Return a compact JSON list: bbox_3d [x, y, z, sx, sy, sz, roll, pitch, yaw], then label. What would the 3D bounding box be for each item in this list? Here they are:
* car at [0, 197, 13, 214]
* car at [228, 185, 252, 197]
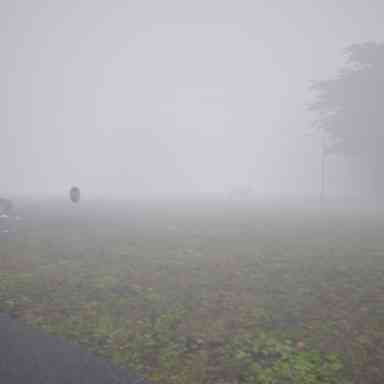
[{"bbox_3d":[-15.636,0.902,23.945,1.882,1.535,5.008,3,3,36],"label":"car"},{"bbox_3d":[8.414,-0.166,57.477,2.150,2.045,5.566,3,4,36],"label":"car"}]
